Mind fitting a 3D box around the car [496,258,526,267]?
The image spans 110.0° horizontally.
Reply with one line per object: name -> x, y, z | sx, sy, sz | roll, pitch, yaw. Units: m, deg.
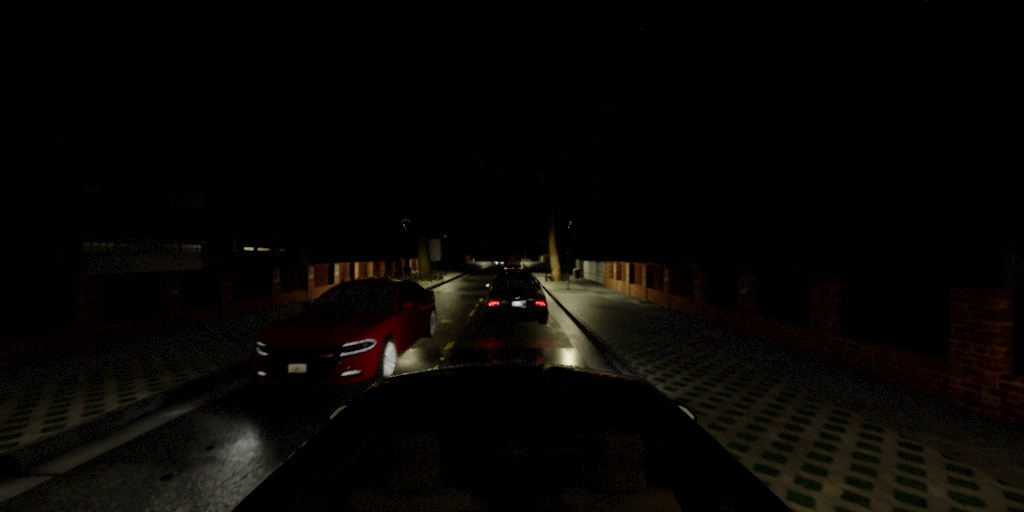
car -> 0.088, 1.122, 28.840 | 2.128, 1.511, 4.902 | 0, 0, 0

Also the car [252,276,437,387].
car -> -2.850, 1.214, 7.260 | 1.882, 1.535, 5.008 | 0, 0, 0

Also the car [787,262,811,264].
car -> 34.665, 1.465, 43.782 | 4.902, 1.511, 2.128 | 1, 1, 1

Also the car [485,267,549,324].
car -> 0.096, 1.269, 11.775 | 2.033, 1.411, 5.357 | 0, 0, -1
